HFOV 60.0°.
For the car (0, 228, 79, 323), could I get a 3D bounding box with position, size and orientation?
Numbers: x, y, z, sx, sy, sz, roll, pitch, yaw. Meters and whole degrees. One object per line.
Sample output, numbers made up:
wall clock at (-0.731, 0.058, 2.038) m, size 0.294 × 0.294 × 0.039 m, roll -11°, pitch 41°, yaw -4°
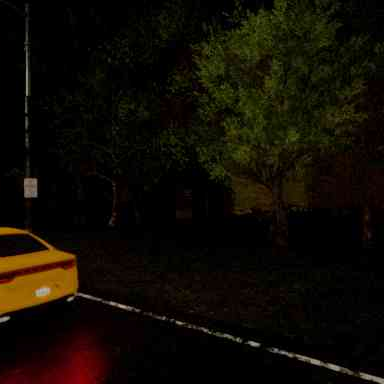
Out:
car at (-4.439, 1.476, 6.867) m, size 5.008 × 1.535 × 1.882 m, roll 0°, pitch 1°, yaw 36°
